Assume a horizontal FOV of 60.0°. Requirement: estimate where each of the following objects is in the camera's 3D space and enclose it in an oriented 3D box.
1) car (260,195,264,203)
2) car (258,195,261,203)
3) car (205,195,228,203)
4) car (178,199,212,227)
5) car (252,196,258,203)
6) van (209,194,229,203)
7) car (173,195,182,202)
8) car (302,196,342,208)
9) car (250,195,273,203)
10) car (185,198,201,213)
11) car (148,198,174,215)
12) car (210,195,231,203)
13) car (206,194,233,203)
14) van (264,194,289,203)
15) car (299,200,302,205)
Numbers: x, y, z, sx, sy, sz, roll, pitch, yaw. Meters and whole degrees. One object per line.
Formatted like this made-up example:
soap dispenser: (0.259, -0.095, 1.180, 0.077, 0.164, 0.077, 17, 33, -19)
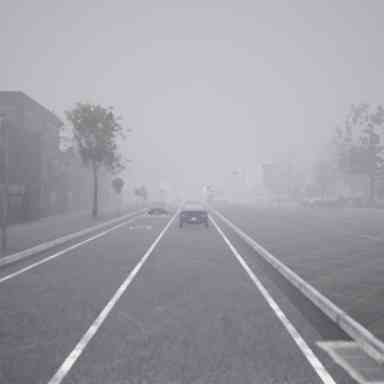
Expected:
car: (18.731, 1.709, 74.269, 5.366, 1.575, 1.946, 0, -1, 0)
car: (18.711, 1.763, 76.930, 5.366, 1.575, 1.946, 0, -1, 0)
car: (6.222, 1.694, 84.176, 5.566, 2.045, 2.435, 0, -2, -1)
car: (0.104, 1.504, 22.907, 1.882, 1.535, 5.008, 0, 0, 0)
car: (18.453, 1.653, 82.650, 5.566, 2.045, 2.435, 0, -2, -1)
van: (6.365, 1.563, 77.986, 4.442, 1.987, 1.878, 0, -1, 0)
car: (-3.271, 1.454, 75.405, 2.097, 1.767, 4.553, 0, -1, 0)
car: (18.769, 1.371, 47.511, 4.553, 1.767, 2.185, 0, 0, 0)
car: (18.386, 1.817, 88.109, 5.566, 2.045, 2.435, 0, -2, -1)
car: (0.111, 1.551, 39.606, 1.837, 1.490, 4.892, 0, 0, 0)
car: (-3.338, 1.587, 34.096, 2.033, 1.411, 5.357, 0, 0, 0)
car: (6.304, 1.596, 74.947, 4.553, 1.767, 2.185, 0, -1, 0)
car: (6.110, 1.666, 72.026, 5.366, 1.575, 1.946, 0, -1, 0)
van: (18.451, 1.436, 71.477, 4.442, 1.987, 1.878, 0, -1, 0)
car: (18.699, 1.542, 50.681, 4.674, 1.452, 2.002, 0, 0, 0)
